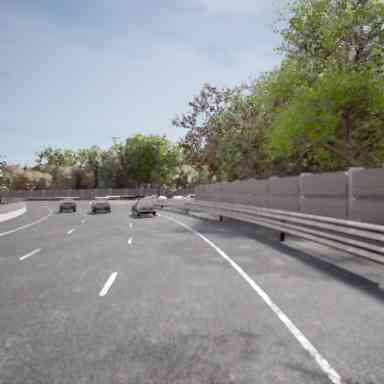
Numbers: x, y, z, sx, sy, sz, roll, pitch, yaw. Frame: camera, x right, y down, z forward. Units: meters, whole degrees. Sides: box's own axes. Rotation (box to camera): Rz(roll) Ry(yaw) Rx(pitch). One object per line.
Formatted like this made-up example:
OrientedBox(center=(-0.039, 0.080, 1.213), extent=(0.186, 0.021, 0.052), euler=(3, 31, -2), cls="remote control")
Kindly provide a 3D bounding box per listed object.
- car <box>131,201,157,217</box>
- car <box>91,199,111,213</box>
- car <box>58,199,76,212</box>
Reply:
OrientedBox(center=(-4.681, 1.573, 32.112), extent=(2.033, 1.411, 5.357), euler=(-1, 0, -17), cls="car")
OrientedBox(center=(-10.517, 1.573, 38.178), extent=(2.128, 1.511, 4.902), euler=(0, 0, -20), cls="car")
OrientedBox(center=(-15.294, 1.622, 40.757), extent=(2.128, 1.511, 4.902), euler=(0, 0, -23), cls="car")
